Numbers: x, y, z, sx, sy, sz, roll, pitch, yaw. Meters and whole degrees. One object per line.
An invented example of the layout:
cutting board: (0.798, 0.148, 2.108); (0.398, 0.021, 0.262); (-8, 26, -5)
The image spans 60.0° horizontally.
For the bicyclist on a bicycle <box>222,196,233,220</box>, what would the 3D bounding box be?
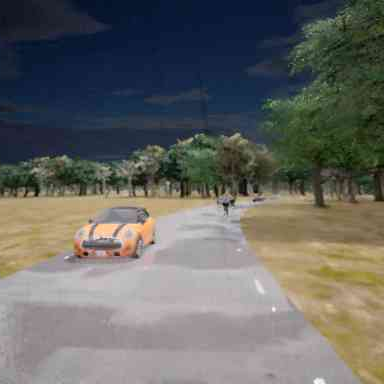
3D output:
bicyclist on a bicycle: (2.749, 1.353, 26.827); (0.659, 1.776, 1.843); (0, 0, 9)

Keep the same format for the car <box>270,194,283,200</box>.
car: (20.518, 1.226, 80.667); (1.895, 1.301, 4.718); (0, 1, 30)

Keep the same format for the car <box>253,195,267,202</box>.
car: (13.812, 1.348, 67.157); (1.895, 1.301, 4.718); (0, 1, 25)

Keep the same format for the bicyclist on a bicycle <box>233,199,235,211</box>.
bicyclist on a bicycle: (4.343, 1.327, 35.535); (0.659, 1.776, 1.843); (0, 0, 12)

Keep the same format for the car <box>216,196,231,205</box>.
car: (5.233, 1.344, 53.622); (2.128, 1.511, 4.902); (0, 0, 19)

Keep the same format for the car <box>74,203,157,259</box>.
car: (-2.686, 1.346, 12.576); (2.097, 1.767, 4.553); (0, 0, 4)
